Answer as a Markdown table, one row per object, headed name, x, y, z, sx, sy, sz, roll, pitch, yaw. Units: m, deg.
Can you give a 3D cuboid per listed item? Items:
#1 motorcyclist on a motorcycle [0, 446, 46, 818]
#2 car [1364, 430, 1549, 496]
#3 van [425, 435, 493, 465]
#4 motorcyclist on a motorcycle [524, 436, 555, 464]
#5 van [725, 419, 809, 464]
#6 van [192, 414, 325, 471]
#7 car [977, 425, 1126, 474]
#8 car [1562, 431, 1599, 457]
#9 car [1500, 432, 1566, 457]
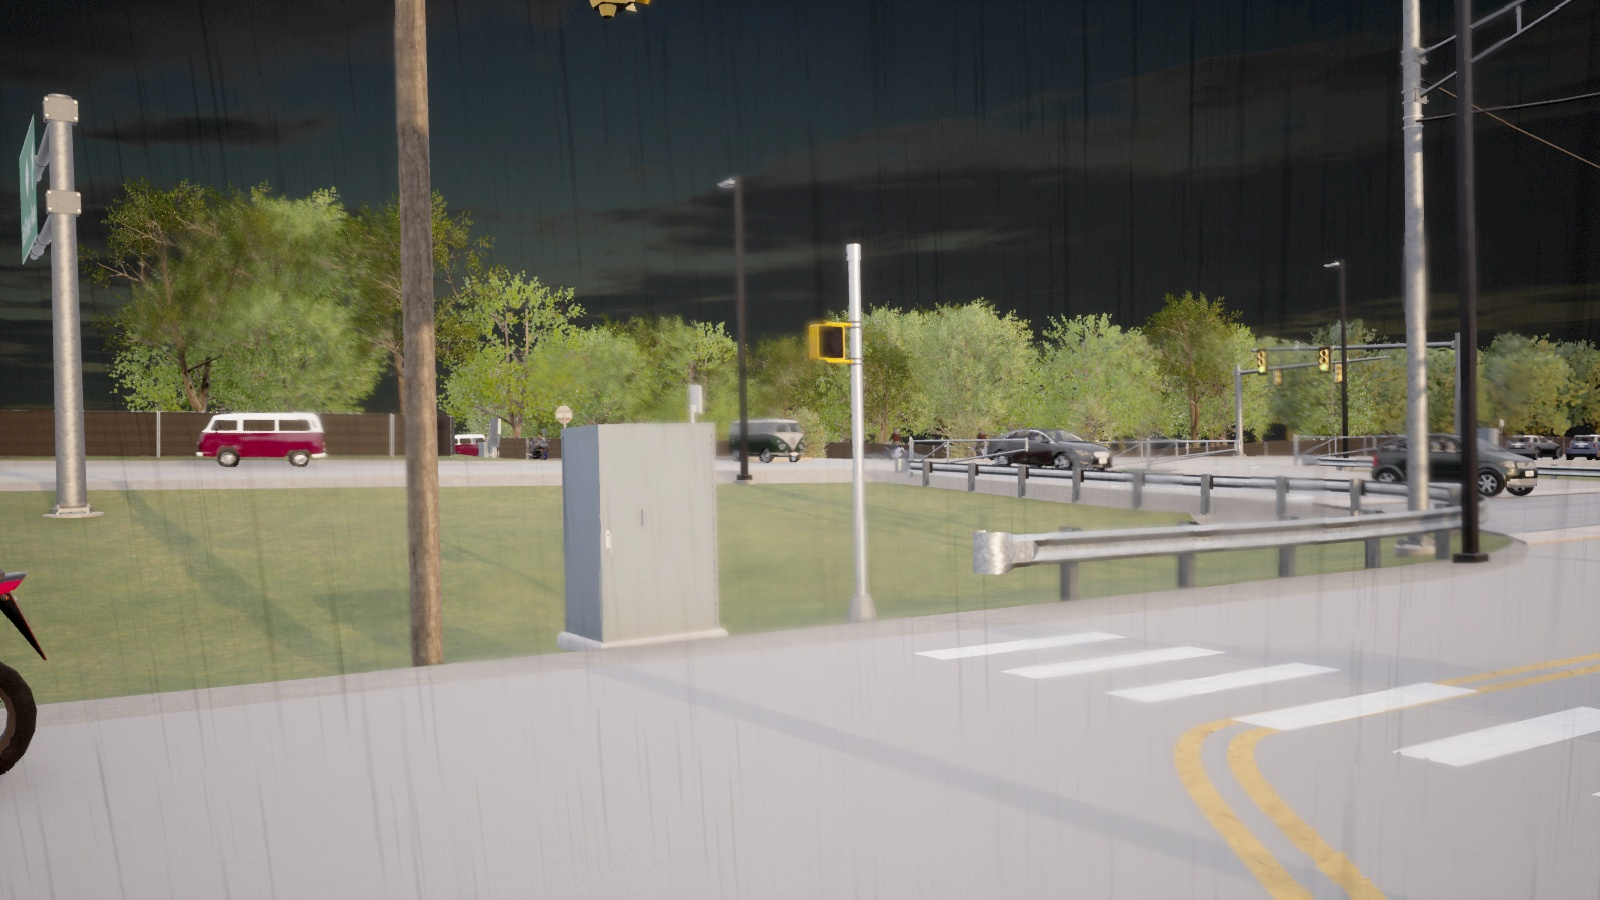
| name | x | y | z | sx | sy | sz | roll | pitch | yaw |
| --- | --- | --- | --- | --- | --- | --- | --- | --- | --- |
| motorcyclist on a motorcycle | -4.218 | 0.750 | 4.986 | 2.044 | 1.523 | 0.797 | 0 | 0 | -35 |
| car | 16.436 | 0.310 | 31.579 | 1.789 | 1.549 | 3.705 | -1 | 0 | -34 |
| van | -25.061 | 0.006 | 92.386 | 2.069 | 2.038 | 4.480 | -2 | 0 | 33 |
| motorcyclist on a motorcycle | -14.710 | -0.008 | 70.852 | 0.866 | 1.530 | 2.191 | -2 | 0 | -35 |
| van | -1.568 | -0.401 | 57.959 | 1.775 | 1.987 | 4.442 | 0 | 1 | -34 |
| van | -20.207 | -0.289 | 47.117 | 4.480 | 2.038 | 2.069 | 0 | 1 | -20 |
| car | 8.548 | -0.059 | 43.129 | 2.128 | 1.511 | 4.902 | 0 | 2 | -34 |
| car | 46.289 | -0.365 | 73.006 | 3.806 | 1.475 | 1.970 | 0 | 0 | -34 |
| car | 44.294 | -0.354 | 75.881 | 3.806 | 1.475 | 1.970 | 0 | 0 | -34 |
